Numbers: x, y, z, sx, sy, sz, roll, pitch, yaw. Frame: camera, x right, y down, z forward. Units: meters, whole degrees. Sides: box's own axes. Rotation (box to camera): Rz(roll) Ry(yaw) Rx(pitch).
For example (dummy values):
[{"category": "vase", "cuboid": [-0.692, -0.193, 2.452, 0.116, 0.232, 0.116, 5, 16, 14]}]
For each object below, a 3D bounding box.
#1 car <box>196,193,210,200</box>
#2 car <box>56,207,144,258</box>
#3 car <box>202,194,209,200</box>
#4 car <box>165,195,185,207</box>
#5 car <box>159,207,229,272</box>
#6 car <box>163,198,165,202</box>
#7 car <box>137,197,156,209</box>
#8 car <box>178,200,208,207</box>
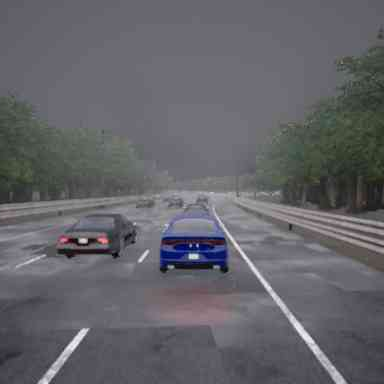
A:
[{"category": "car", "cuboid": [1.887, 1.205, 60.614, 2.097, 1.767, 4.553, 0, 0, 4]}, {"category": "car", "cuboid": [-3.304, 1.528, 12.667, 2.033, 1.411, 5.357, 0, 0, 1]}, {"category": "car", "cuboid": [3.461, 1.207, 84.482, 1.882, 1.535, 5.008, 0, 0, 4]}, {"category": "car", "cuboid": [-2.202, 1.391, 48.299, 2.128, 1.511, 4.902, 0, 0, 3]}, {"category": "car", "cuboid": [0.071, 1.464, 10.817, 1.882, 1.535, 5.008, 0, 0, 1]}, {"category": "car", "cuboid": [-4.588, 1.336, 67.561, 1.812, 1.442, 4.674, 0, 0, 4]}, {"category": "car", "cuboid": [-5.942, 1.401, 43.368, 2.128, 1.511, 4.902, 0, 0, 3]}, {"category": "car", "cuboid": [0.301, 1.530, 23.675, 1.994, 1.385, 4.181, 0, 0, 1]}]
